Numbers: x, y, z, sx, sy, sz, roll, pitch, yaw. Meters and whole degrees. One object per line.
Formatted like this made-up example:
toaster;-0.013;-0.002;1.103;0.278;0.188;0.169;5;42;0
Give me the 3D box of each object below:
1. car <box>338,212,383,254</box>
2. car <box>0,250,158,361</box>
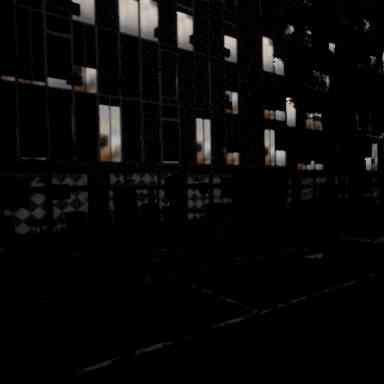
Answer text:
car;6.738;1.356;11.397;4.206;1.307;1.802;-1;0;-36
car;-2.505;1.570;4.783;4.206;1.307;1.802;-1;0;-36
